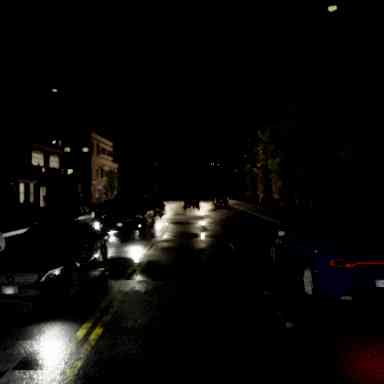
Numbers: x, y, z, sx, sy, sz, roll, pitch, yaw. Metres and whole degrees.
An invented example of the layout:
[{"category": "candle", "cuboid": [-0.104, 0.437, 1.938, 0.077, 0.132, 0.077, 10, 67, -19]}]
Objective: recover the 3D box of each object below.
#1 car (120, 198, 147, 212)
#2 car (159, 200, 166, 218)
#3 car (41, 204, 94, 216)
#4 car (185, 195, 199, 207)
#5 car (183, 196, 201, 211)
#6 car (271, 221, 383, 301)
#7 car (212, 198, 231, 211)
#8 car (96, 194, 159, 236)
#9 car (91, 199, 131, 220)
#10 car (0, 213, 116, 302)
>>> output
[{"category": "car", "cuboid": [-6.554, 1.403, 37.854, 2.033, 1.411, 5.357, 0, 0, 1]}, {"category": "car", "cuboid": [-3.332, 1.369, 28.624, 1.882, 1.535, 5.008, 0, 0, 1]}, {"category": "car", "cuboid": [-6.599, 1.425, 17.519, 2.128, 1.511, 4.902, 0, 0, 0]}, {"category": "car", "cuboid": [-0.008, 1.290, 49.132, 1.882, 1.535, 5.008, 0, 0, 0]}, {"category": "car", "cuboid": [-0.008, 1.359, 38.527, 1.837, 1.490, 4.892, 0, 0, 0]}, {"category": "car", "cuboid": [3.348, 1.446, 8.313, 1.882, 1.535, 5.008, 0, 0, 0]}, {"category": "car", "cuboid": [3.342, 1.401, 38.531, 2.033, 1.411, 5.357, 0, 0, 0]}, {"category": "car", "cuboid": [-3.346, 1.152, 18.257, 2.150, 2.045, 5.566, 0, 0, 1]}, {"category": "car", "cuboid": [-6.581, 1.387, 27.768, 2.128, 1.511, 4.902, 0, 0, 0]}, {"category": "car", "cuboid": [-3.355, 1.494, 8.311, 1.812, 1.442, 4.674, 0, 0, -2]}]
